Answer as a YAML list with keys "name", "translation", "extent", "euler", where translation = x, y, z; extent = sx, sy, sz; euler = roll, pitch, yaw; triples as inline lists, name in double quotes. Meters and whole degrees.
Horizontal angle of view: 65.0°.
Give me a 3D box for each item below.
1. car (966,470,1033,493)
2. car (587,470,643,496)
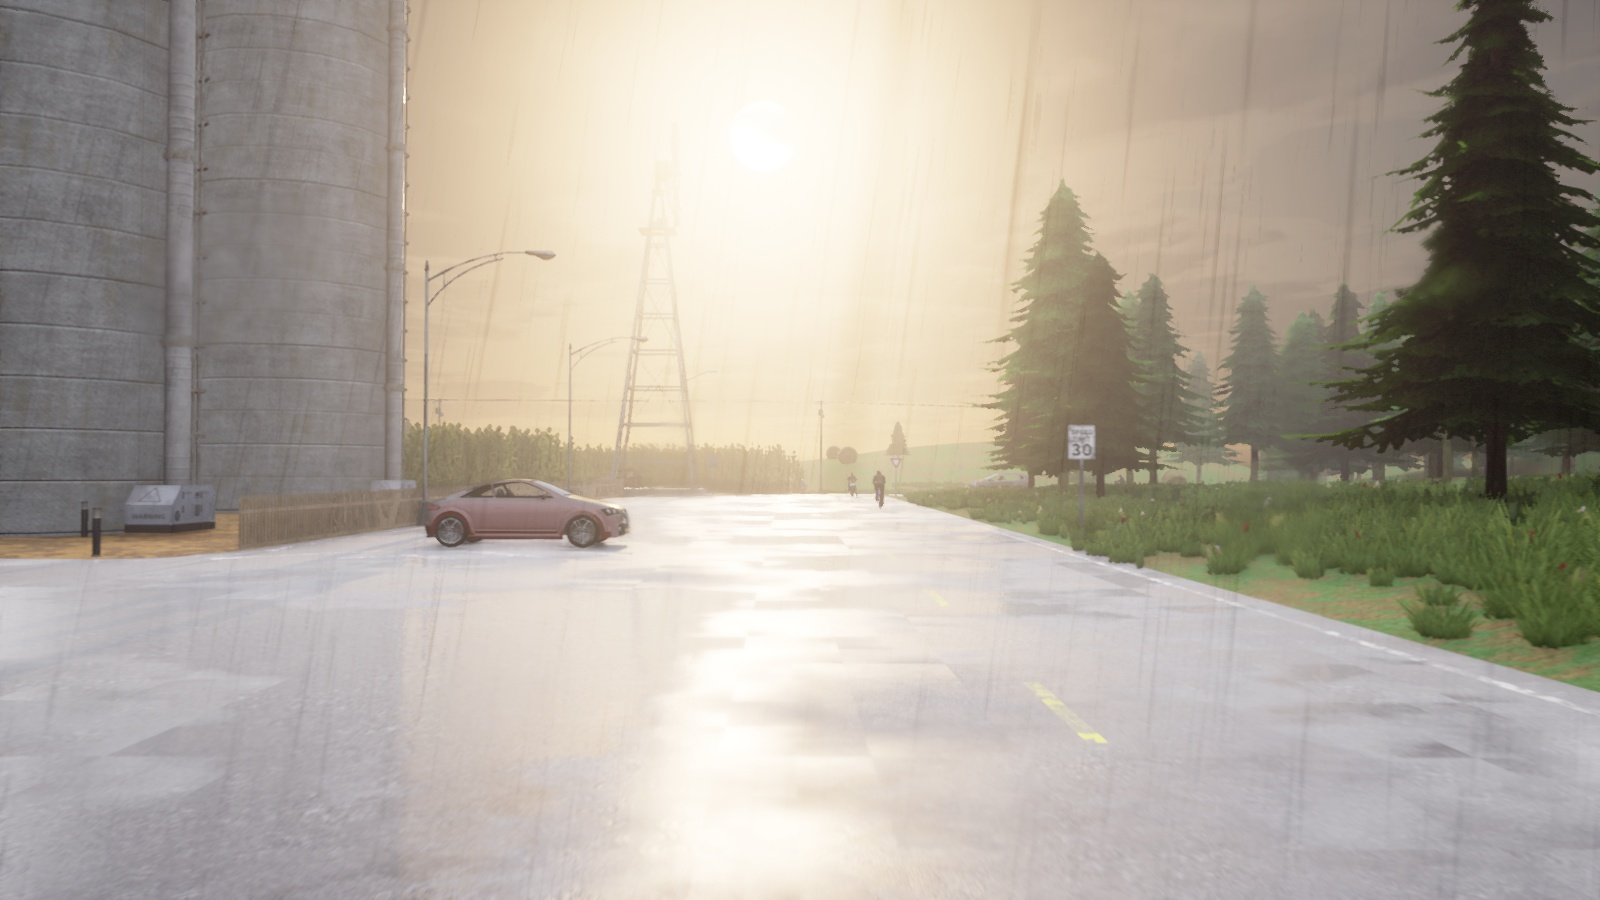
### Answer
- name: "car"
  translation: [14.829, 2.368, 93.643]
  extent: [4.611, 1.667, 2.242]
  euler: [0, -1, 0]
- name: "car"
  translation: [-13.710, 2.428, 93.312]
  extent: [3.866, 1.878, 1.905]
  euler: [0, -1, -1]
